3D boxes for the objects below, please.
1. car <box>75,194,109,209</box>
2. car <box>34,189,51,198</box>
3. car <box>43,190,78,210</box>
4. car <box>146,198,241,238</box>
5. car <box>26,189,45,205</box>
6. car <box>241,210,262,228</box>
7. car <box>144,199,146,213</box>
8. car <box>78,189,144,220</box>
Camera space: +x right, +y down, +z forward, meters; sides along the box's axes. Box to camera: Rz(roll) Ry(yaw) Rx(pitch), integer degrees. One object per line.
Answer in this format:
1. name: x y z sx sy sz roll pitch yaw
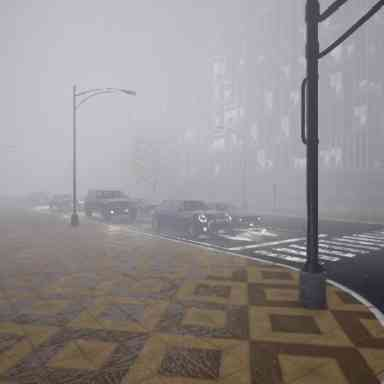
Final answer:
1. car: -10.603 0.945 35.101 1.994 1.385 4.181 0 1 -38
2. car: -28.616 0.236 63.588 1.882 1.535 5.008 0 1 -38
3. car: -12.367 0.900 32.082 2.128 1.511 4.902 0 1 -38
4. car: -0.074 1.124 16.496 2.097 1.767 4.553 0 1 -38
5. car: -18.740 0.710 40.255 2.128 1.511 4.902 0 1 -37
6. car: 1.586 1.289 19.691 2.033 1.411 5.357 0 1 -36
7. car: -4.394 1.166 27.207 1.895 1.301 4.718 0 1 -38
8. car: -5.979 0.819 23.968 2.150 2.045 5.566 0 1 -38
